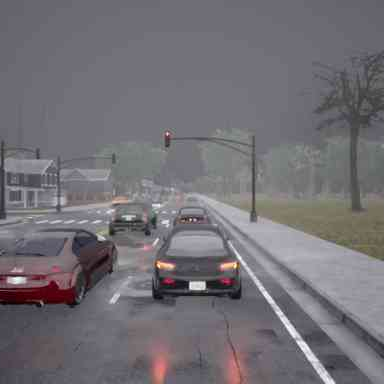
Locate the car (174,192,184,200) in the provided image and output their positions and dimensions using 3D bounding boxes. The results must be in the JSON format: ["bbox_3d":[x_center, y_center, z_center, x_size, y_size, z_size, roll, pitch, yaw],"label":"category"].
[{"bbox_3d":[-3.268,1.029,85.070,2.150,2.045,5.566,0,0,0],"label":"car"}]

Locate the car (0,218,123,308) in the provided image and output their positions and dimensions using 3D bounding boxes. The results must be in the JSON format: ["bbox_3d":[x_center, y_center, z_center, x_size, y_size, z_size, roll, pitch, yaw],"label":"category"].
[{"bbox_3d":[-3.150,1.564,8.002,1.994,1.385,4.181,0,0,0],"label":"car"}]

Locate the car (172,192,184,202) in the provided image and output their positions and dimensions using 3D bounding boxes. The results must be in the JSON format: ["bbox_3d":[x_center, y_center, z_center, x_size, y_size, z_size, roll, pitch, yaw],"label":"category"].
[{"bbox_3d":[-3.266,1.311,75.006,2.097,1.767,4.553,0,0,0],"label":"car"}]

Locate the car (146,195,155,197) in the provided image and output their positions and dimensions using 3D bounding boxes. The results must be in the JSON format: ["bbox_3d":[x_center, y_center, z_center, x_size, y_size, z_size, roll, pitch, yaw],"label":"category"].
[{"bbox_3d":[-6.602,1.492,45.925,1.837,1.490,4.892,0,0,0],"label":"car"}]

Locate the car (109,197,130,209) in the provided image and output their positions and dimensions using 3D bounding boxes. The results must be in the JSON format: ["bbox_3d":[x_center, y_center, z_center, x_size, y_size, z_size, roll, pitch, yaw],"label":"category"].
[{"bbox_3d":[-9.851,1.466,45.626,1.882,1.535,5.008,0,0,0],"label":"car"}]

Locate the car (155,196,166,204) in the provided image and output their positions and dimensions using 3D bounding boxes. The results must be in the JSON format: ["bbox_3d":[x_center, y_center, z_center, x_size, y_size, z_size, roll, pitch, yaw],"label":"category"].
[{"bbox_3d":[-6.573,1.466,61.844,2.128,1.511,4.902,0,0,0],"label":"car"}]

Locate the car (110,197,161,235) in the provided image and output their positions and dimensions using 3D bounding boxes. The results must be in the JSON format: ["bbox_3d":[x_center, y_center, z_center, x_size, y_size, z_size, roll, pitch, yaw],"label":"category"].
[{"bbox_3d":[-3.164,1.351,18.656,2.097,1.767,4.553,0,0,0],"label":"car"}]

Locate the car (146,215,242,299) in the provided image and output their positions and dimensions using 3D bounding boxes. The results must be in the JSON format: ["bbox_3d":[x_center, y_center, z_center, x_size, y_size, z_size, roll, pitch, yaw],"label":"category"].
[{"bbox_3d":[0.099,1.525,8.295,1.812,1.442,4.674,0,0,0],"label":"car"}]

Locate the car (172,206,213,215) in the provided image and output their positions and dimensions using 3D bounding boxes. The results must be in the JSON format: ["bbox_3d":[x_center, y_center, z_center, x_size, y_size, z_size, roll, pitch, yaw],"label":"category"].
[{"bbox_3d":[0.031,1.504,17.424,1.837,1.490,4.892,0,0,1],"label":"car"}]

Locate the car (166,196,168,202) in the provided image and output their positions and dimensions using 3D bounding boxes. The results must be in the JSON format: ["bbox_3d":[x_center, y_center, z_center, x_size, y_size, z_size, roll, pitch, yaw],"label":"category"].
[{"bbox_3d":[-6.516,1.503,76.822,1.994,1.385,4.181,0,0,0],"label":"car"}]

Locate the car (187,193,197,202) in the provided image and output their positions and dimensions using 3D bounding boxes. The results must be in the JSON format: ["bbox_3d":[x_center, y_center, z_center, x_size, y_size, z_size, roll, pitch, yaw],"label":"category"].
[{"bbox_3d":[-0.016,1.508,75.036,1.994,1.385,4.181,0,0,0],"label":"car"}]

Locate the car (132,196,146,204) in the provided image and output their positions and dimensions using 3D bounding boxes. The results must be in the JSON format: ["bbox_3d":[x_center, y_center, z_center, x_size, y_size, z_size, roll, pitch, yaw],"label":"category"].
[{"bbox_3d":[-9.821,1.539,61.826,1.994,1.385,4.181,0,0,1],"label":"car"}]

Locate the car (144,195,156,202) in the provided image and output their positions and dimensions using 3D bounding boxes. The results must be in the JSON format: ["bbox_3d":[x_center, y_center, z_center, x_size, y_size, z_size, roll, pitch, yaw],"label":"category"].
[{"bbox_3d":[-9.766,1.474,77.121,2.128,1.511,4.902,0,0,0],"label":"car"}]
